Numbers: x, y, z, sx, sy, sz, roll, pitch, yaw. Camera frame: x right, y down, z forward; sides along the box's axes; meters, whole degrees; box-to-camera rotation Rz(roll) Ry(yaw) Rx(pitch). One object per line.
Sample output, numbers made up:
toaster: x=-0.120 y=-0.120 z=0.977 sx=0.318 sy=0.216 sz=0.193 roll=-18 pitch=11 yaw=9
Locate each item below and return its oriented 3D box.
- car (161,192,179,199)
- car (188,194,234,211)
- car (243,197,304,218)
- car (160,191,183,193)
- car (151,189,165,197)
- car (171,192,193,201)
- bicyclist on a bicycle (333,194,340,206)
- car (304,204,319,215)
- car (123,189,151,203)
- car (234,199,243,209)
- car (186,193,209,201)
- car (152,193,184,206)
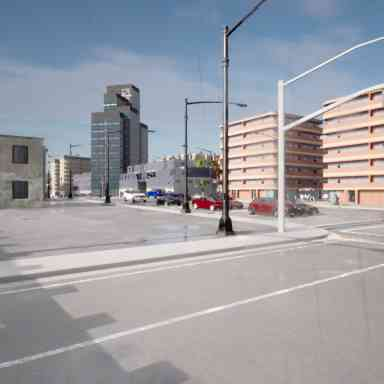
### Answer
car: x=-4.676 y=0.661 z=71.557 sx=1.994 sy=1.385 sz=4.181 roll=0 pitch=1 yaw=-34
car: x=1.962 y=1.229 z=36.894 sx=1.882 sy=1.535 sz=5.008 roll=0 pitch=1 yaw=-34
car: x=7.111 y=1.231 z=29.387 sx=2.097 sy=1.767 sz=4.553 roll=0 pitch=1 yaw=-34
car: x=-2.595 y=1.046 z=49.782 sx=1.812 sy=1.442 sz=4.674 roll=0 pitch=1 yaw=-35
car: x=-7.580 y=0.334 z=69.602 sx=2.150 sy=2.045 sz=5.566 roll=0 pitch=1 yaw=-34
car: x=-1.919 y=0.862 z=61.434 sx=1.837 sy=1.490 sz=4.892 roll=0 pitch=1 yaw=-34
bicyclist on a bicycle: x=19.976 y=1.094 z=45.979 sx=1.656 sy=1.620 sz=0.582 roll=0 pitch=1 yaw=-34
car: x=9.492 y=1.413 z=32.096 sx=2.033 sy=1.411 sz=5.357 roll=0 pitch=1 yaw=-35
car: x=-9.130 y=0.627 z=53.177 sx=2.150 sy=2.045 sz=5.566 roll=0 pitch=1 yaw=-33
car: x=4.142 y=1.256 z=39.914 sx=1.812 sy=1.442 sz=4.674 roll=0 pitch=1 yaw=-34
car: x=0.964 y=0.959 z=63.321 sx=1.895 sy=1.301 sz=4.718 roll=0 pitch=1 yaw=-34
car: x=-3.163 y=1.157 z=44.402 sx=1.994 sy=1.385 sz=4.181 roll=0 pitch=1 yaw=-34
